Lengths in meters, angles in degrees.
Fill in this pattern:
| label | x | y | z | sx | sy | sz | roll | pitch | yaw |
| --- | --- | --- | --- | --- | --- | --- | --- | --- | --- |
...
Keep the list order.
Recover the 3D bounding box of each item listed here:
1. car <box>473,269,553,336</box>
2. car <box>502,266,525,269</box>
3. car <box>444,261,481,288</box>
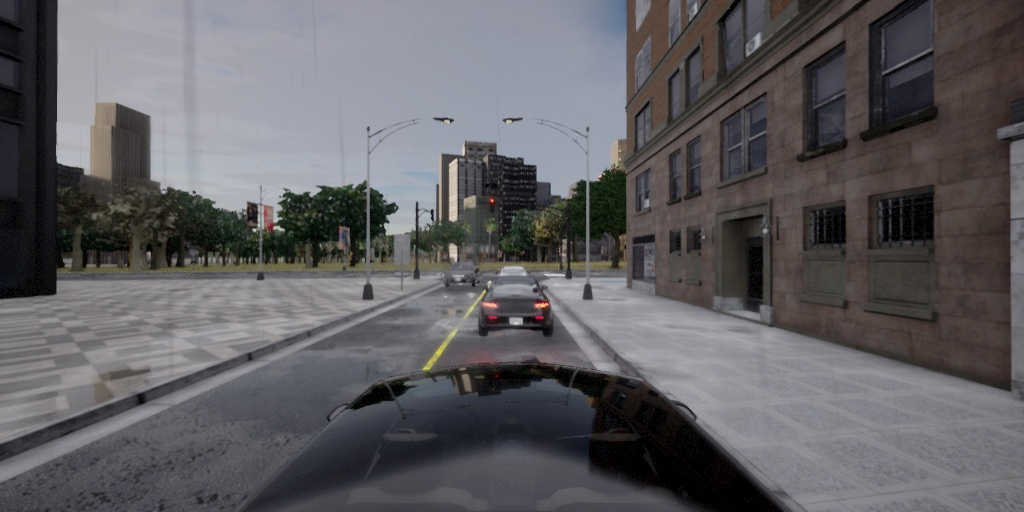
| label | x | y | z | sx | sy | sz | roll | pitch | yaw |
| --- | --- | --- | --- | --- | --- | --- | --- | --- | --- |
| car | 0.084 | 1.270 | 10.217 | 1.812 | 1.442 | 4.674 | 0 | 0 | 0 |
| car | 0.067 | 1.265 | 19.277 | 1.812 | 1.442 | 4.674 | 0 | 0 | 0 |
| car | -3.041 | 1.068 | 22.747 | 2.128 | 1.511 | 4.902 | 0 | 0 | 0 |
